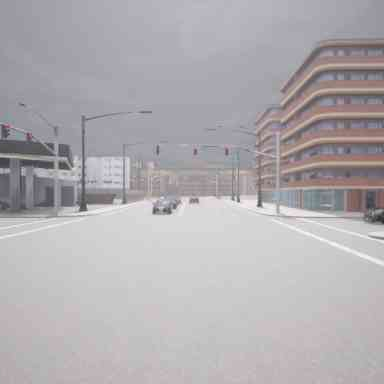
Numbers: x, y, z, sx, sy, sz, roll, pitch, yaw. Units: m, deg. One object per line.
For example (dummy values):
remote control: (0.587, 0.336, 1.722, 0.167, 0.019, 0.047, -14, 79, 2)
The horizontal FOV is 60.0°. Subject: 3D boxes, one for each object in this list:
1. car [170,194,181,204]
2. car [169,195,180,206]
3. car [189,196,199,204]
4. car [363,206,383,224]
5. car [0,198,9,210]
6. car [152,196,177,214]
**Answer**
car: (-3.198, 1.352, 65.091, 2.097, 1.767, 4.553, 0, 0, 0)
car: (-3.126, 1.352, 44.919, 2.097, 1.767, 4.553, 0, 0, 0)
car: (0.442, 1.526, 65.794, 1.812, 1.442, 4.674, 0, 0, 0)
car: (14.727, 1.352, 23.648, 4.553, 1.767, 2.097, 0, 0, 1)
car: (-23.937, 1.456, 39.397, 3.806, 1.475, 1.970, 0, 0, 1)
car: (-3.070, 1.492, 35.201, 2.128, 1.511, 4.902, 0, 0, 0)
